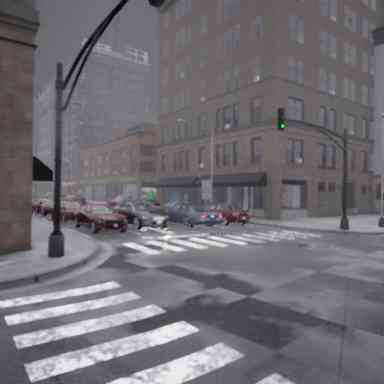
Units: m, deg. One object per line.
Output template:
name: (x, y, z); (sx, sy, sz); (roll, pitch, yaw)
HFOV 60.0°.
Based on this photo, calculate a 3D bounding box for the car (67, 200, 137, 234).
car: (-4.951, 1.335, 17.786); (1.887, 1.381, 4.507); (2, 0, -36)

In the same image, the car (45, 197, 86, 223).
car: (-8.150, 1.256, 22.266); (1.887, 1.381, 4.507); (2, 0, -36)

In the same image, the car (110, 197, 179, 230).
car: (-3.152, 1.318, 19.832); (2.128, 1.511, 4.902); (1, 0, -35)

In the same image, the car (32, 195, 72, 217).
car: (-11.349, 1.178, 26.746); (1.887, 1.381, 4.507); (2, 0, -36)

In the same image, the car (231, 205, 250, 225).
car: (1.985, 1.482, 22.742); (1.887, 1.381, 4.507); (2, 0, -36)

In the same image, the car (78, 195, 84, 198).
car: (-14.788, 1.015, 41.460); (1.882, 1.535, 5.008); (1, 0, -36)

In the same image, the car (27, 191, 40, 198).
car: (-36.502, 0.547, 76.635); (1.752, 1.417, 4.829); (2, 0, -36)

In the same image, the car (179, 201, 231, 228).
car: (-0.276, 1.436, 21.138); (2.033, 1.411, 5.357); (1, 0, -36)

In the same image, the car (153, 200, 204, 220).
car: (-1.215, 1.409, 27.221); (2.008, 1.369, 4.403); (2, 0, -36)

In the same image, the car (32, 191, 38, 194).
car: (-23.697, 0.600, 48.780); (1.994, 1.385, 4.181); (1, 0, -36)

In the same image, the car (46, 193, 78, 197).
car: (-14.226, 1.104, 35.343); (2.033, 1.411, 5.357); (1, 0, -35)
